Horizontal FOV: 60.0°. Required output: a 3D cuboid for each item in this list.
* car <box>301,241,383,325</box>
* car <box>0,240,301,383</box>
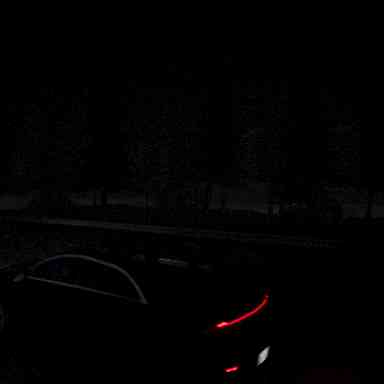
[{"bbox_3d":[2.954,1.598,6.185,4.718,1.301,1.895,0,0,35],"label":"car"},{"bbox_3d":[-1.234,1.482,4.873,4.902,1.511,2.128,0,0,36],"label":"car"}]
